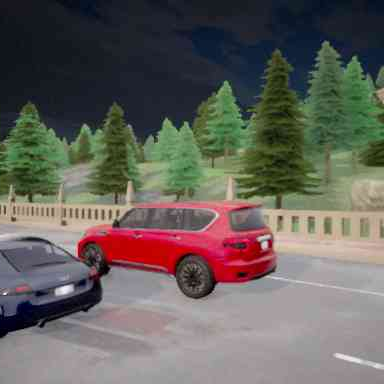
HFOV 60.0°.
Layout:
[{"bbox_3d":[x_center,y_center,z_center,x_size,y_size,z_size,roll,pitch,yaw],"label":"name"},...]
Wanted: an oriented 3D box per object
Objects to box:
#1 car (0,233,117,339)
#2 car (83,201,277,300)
[{"bbox_3d":[-3.736,1.599,6.658,4.181,1.385,1.994,0,0,36],"label":"car"},{"bbox_3d":[-0.615,1.251,8.731,5.566,2.045,2.150,0,0,36],"label":"car"}]
